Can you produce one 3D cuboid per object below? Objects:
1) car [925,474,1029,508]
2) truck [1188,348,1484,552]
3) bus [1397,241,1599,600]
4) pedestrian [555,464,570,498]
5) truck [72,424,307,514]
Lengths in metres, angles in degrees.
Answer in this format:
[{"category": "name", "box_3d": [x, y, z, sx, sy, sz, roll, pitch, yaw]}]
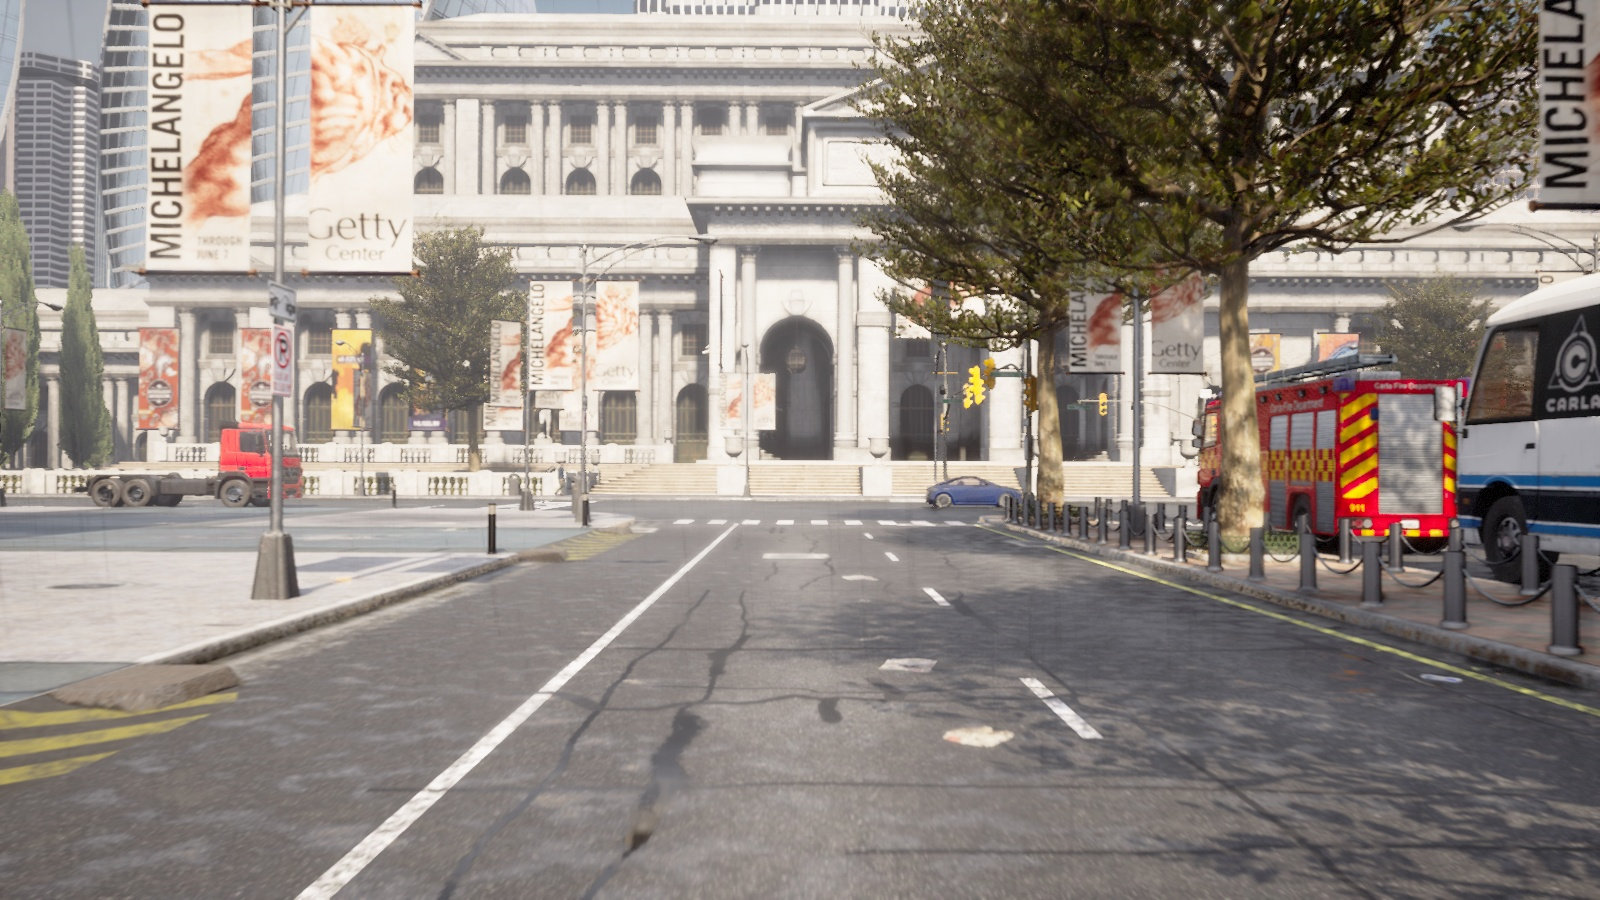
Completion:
[{"category": "car", "box_3d": [7.499, 1.744, 53.512, 4.181, 1.385, 1.994, 0, -1, 0]}, {"category": "truck", "box_3d": [11.382, 0.071, 27.842, 2.891, 3.827, 8.468, 0, -1, 0]}, {"category": "bus", "box_3d": [11.459, -0.361, 14.759, 3.944, 4.253, 10.273, 0, -1, 0]}, {"category": "pedestrian", "box_3d": [-12.837, 1.657, 67.768, 0.726, 1.842, 0.402, 0, -1, 1]}, {"category": "truck", "box_3d": [-24.204, 0.768, 50.071, 7.936, 3.462, 2.891, 0, -1, 0]}]
